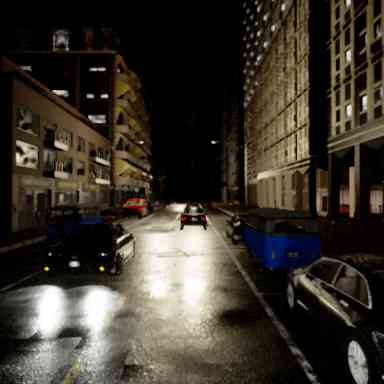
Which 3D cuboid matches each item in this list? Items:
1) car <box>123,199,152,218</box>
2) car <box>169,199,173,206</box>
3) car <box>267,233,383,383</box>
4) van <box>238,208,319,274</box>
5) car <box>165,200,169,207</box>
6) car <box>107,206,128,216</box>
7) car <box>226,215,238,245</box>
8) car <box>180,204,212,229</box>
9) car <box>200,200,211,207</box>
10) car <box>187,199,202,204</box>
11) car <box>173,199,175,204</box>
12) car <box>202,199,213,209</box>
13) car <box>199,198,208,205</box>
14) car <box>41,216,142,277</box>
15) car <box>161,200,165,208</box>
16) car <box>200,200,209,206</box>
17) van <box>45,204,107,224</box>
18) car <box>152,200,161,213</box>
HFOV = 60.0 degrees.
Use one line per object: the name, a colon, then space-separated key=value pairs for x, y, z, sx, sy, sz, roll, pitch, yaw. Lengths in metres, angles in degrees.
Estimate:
car: x=-5.690 y=1.664 z=33.286 sx=2.192 sy=1.841 sz=5.009 roll=0 pitch=-1 yaw=0
car: x=-5.689 y=2.326 z=72.821 sx=1.887 sy=1.381 sz=4.507 roll=0 pitch=-1 yaw=0
car: x=2.691 y=1.604 z=5.041 sx=2.008 sy=1.369 sz=4.403 roll=0 pitch=-1 yaw=0
van: x=2.691 y=1.452 z=10.692 sx=1.690 sy=1.788 sz=3.998 roll=0 pitch=-1 yaw=0
car: x=-5.689 y=2.178 z=61.355 sx=1.752 sy=1.417 sz=4.829 roll=0 pitch=-1 yaw=0
car: x=-5.689 y=1.811 z=21.986 sx=1.802 sy=1.307 sz=4.206 roll=0 pitch=-1 yaw=0
car: x=2.691 y=1.735 z=16.338 sx=1.947 sy=1.339 sz=4.313 roll=0 pitch=-1 yaw=0
car: x=0.098 y=1.793 z=23.633 sx=2.033 sy=1.411 sz=5.357 roll=0 pitch=-1 yaw=0
car: x=2.691 y=2.283 z=67.172 sx=1.947 sy=1.339 sz=4.313 roll=0 pitch=-1 yaw=0
car: x=0.101 y=1.978 z=45.041 sx=1.837 sy=1.490 sz=4.892 roll=0 pitch=-1 yaw=0
car: x=-5.690 y=2.605 z=95.414 sx=1.947 sy=1.339 sz=4.313 roll=0 pitch=-1 yaw=0
car: x=2.691 y=2.173 z=55.875 sx=1.802 sy=1.307 sz=4.206 roll=0 pitch=-1 yaw=0
car: x=2.691 y=2.285 z=78.470 sx=1.967 sy=1.590 sz=4.097 roll=0 pitch=-1 yaw=0
car: x=-3.005 y=1.673 z=10.490 sx=1.994 sy=1.385 sz=4.181 roll=0 pitch=-1 yaw=0
car: x=-5.689 y=2.081 z=50.228 sx=2.008 sy=1.369 sz=4.403 roll=0 pitch=-1 yaw=0
car: x=2.691 y=2.363 z=72.821 sx=1.802 sy=1.307 sz=4.206 roll=0 pitch=-1 yaw=0
van: x=-5.689 y=1.511 z=16.340 sx=1.690 sy=1.788 sz=3.998 roll=0 pitch=-1 yaw=0
car: x=-5.689 y=2.035 z=44.580 sx=1.947 sy=1.339 sz=4.313 roll=0 pitch=-1 yaw=0
